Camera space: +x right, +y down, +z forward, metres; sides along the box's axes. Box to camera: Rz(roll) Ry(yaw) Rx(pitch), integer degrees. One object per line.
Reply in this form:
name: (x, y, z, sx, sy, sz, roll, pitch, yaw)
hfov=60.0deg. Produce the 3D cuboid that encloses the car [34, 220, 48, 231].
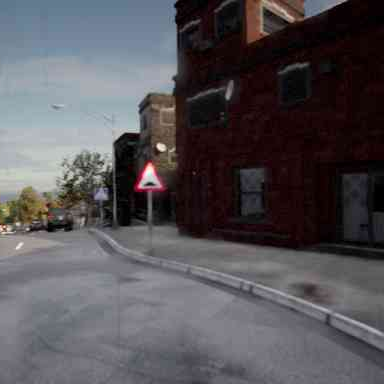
car: (-26.935, 6.069, 59.350, 2.097, 1.767, 4.553, -1, -6, -22)

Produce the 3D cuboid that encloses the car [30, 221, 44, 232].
car: (-23.095, 5.152, 49.739, 1.837, 1.490, 4.892, -1, -6, -21)

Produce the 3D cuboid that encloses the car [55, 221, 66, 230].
car: (-23.919, 6.149, 60.563, 1.882, 1.535, 5.008, -1, -6, -22)

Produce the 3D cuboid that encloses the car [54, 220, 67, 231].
car: (-20.242, 5.160, 51.226, 1.812, 1.442, 4.674, -1, -6, -22)

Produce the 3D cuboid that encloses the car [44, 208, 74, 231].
car: (-12.197, 2.600, 30.919, 2.150, 2.045, 5.566, -1, -5, -21)

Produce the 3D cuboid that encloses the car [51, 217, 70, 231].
car: (-16.457, 4.066, 41.689, 2.128, 1.511, 4.902, -1, -6, -21)
